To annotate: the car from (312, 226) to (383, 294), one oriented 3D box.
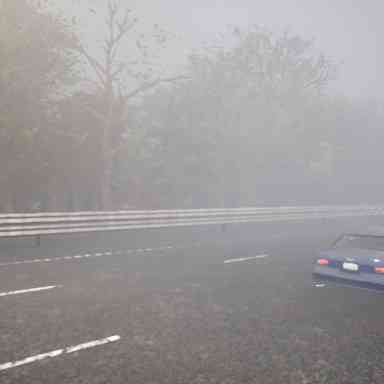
[{"bbox_3d":[5.014,1.648,8.904,2.033,1.411,5.357,0,-1,42],"label":"car"}]
